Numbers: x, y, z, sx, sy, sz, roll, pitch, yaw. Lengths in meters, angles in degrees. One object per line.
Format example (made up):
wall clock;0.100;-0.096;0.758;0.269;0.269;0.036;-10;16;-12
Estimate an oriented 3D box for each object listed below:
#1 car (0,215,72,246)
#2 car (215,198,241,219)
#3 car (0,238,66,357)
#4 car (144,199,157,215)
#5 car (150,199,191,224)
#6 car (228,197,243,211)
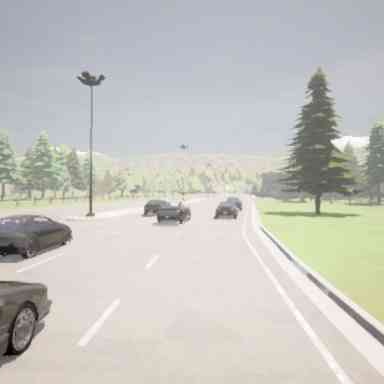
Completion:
car;-6.240;1.549;12.673;1.994;1.385;4.181;0;0;4
car;3.076;1.530;29.292;1.812;1.442;4.674;0;0;10
car;-3.276;1.540;3.003;2.033;1.411;5.357;0;0;2
car;-3.375;1.493;33.070;1.837;1.490;4.892;0;0;10
car;-1.249;1.486;24.620;2.128;1.511;4.902;0;0;9
car;5.107;1.358;40.892;2.097;1.767;4.553;0;0;10
